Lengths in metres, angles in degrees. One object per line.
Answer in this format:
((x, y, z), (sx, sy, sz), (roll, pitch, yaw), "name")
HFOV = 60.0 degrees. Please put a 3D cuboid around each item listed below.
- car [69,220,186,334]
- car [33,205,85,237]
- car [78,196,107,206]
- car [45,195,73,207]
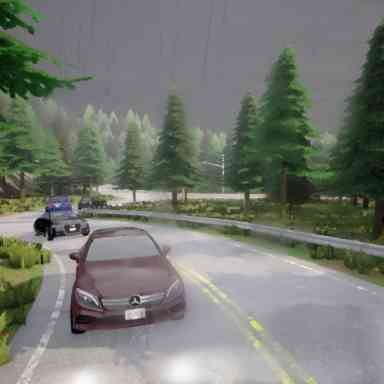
((-1.518, 1.526, 7.070), (1.812, 1.442, 4.674), (-2, 0, -17), "car")
((-7.047, 1.673, 17.780), (1.994, 1.385, 4.181), (-4, 1, -38), "car")
((-12.698, 1.310, 42.814), (2.097, 1.767, 4.553), (2, 2, 13), "car")
((-12.847, 1.342, 32.225), (2.150, 2.045, 5.566), (-1, 0, -18), "car")
